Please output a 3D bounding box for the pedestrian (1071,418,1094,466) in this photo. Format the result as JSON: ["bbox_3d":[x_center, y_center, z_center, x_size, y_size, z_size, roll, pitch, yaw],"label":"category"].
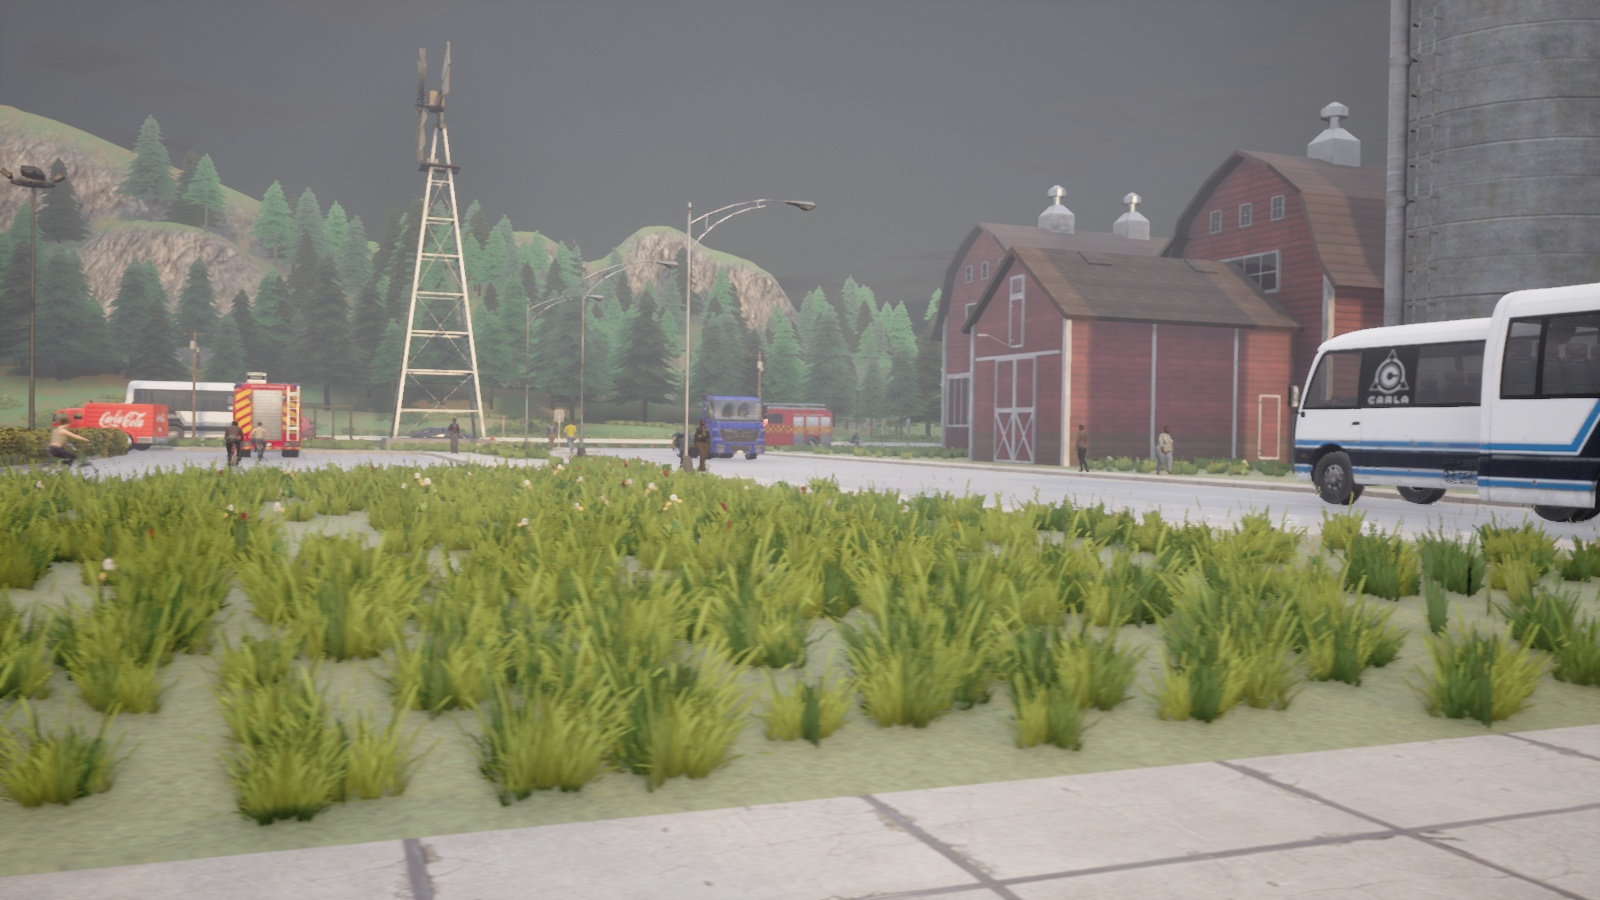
[{"bbox_3d":[10.794,-0.306,48.001,0.328,1.805,0.869,-1,1,-29],"label":"pedestrian"}]

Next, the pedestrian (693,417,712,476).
[{"bbox_3d":[-3.229,-0.127,41.545,0.395,1.930,0.692,-1,1,-22],"label":"pedestrian"}]

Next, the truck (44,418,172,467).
[{"bbox_3d":[-36.060,-0.424,65.563,5.204,2.467,2.627,-1,1,-8],"label":"truck"}]

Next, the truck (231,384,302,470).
[{"bbox_3d":[-25.497,-1.079,59.884,2.891,3.827,8.468,-1,1,-24],"label":"truck"}]

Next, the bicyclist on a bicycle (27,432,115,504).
[{"bbox_3d":[-17.050,0.414,29.408,0.866,1.612,1.509,-2,0,25],"label":"bicyclist on a bicycle"}]

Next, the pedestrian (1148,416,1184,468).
[{"bbox_3d":[13.331,-0.288,45.736,0.874,1.855,0.900,-1,1,-27],"label":"pedestrian"}]

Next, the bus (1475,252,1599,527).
[{"bbox_3d":[15.284,-0.921,17.422,3.944,4.253,10.273,-1,1,-22],"label":"bus"}]

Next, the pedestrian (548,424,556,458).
[{"bbox_3d":[-14.640,-0.532,74.109,0.423,1.949,0.788,0,1,-7],"label":"pedestrian"}]

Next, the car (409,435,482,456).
[{"bbox_3d":[-25.516,-0.354,90.369,4.892,1.490,1.837,0,1,-20],"label":"car"}]

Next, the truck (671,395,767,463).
[{"bbox_3d":[-4.497,-1.142,68.014,2.891,3.462,7.936,-1,1,-21],"label":"truck"}]

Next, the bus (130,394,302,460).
[{"bbox_3d":[-39.384,-1.575,85.195,10.273,4.253,3.944,-1,1,-20],"label":"bus"}]

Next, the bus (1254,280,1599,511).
[{"bbox_3d":[15.143,-1.066,27.509,3.944,4.253,10.273,-1,1,-22],"label":"bus"}]

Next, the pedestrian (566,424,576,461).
[{"bbox_3d":[-11.325,-0.377,62.118,0.354,1.836,0.706,-1,1,-19],"label":"pedestrian"}]

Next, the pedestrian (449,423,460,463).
[{"bbox_3d":[-17.109,-0.348,62.214,0.402,1.930,0.666,-1,1,-27],"label":"pedestrian"}]
